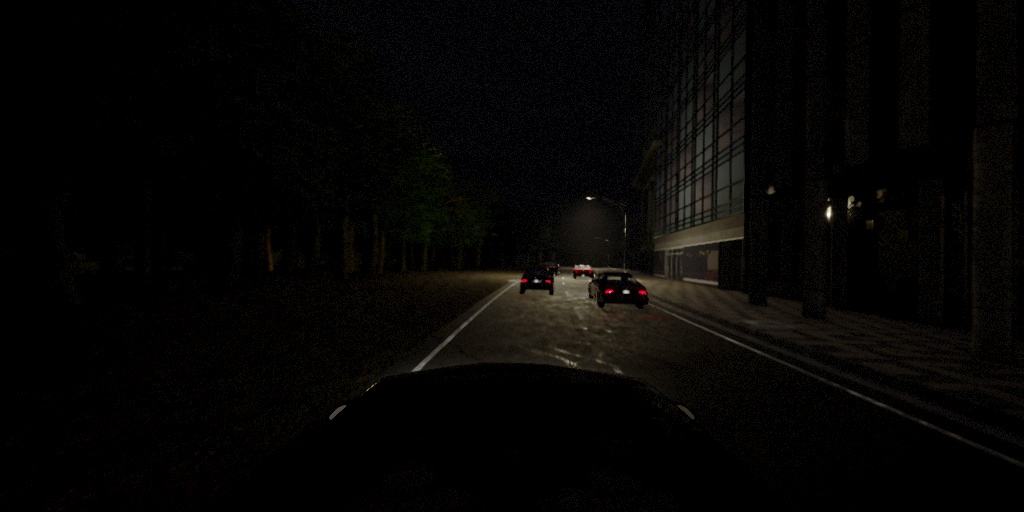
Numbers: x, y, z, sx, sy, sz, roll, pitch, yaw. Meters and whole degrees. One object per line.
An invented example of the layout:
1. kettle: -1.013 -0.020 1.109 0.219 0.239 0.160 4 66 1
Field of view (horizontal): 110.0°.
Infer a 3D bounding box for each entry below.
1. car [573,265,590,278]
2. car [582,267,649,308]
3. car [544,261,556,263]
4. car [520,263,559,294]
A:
1. car: 7.006 1.542 35.685 1.895 1.301 4.718 1 0 9
2. car: 4.548 1.414 16.016 2.033 1.411 5.357 1 0 6
3. car: 4.403 1.372 41.506 1.882 1.535 5.008 1 0 10
4. car: 1.499 1.331 20.648 2.033 1.411 5.357 1 0 6
